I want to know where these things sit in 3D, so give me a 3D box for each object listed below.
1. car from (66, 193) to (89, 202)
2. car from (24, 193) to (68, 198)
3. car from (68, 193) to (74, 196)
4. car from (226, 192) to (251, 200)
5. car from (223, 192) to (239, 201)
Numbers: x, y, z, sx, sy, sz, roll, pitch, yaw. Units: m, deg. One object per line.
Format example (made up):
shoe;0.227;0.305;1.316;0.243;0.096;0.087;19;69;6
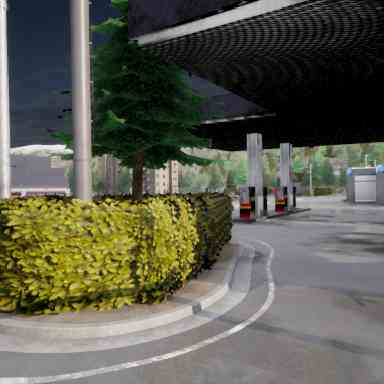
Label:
car;-22.897;1.103;66.486;4.605;1.855;1.932;-1;1;35
car;-14.773;1.183;33.589;3.866;1.878;1.905;-1;1;35
car;-24.243;1.124;63.877;3.866;1.878;1.905;-1;1;35
car;9.206;0.812;66.502;4.514;1.523;2.007;-1;1;35
car;7.434;0.850;63.913;5.027;1.636;2.152;-1;1;35
